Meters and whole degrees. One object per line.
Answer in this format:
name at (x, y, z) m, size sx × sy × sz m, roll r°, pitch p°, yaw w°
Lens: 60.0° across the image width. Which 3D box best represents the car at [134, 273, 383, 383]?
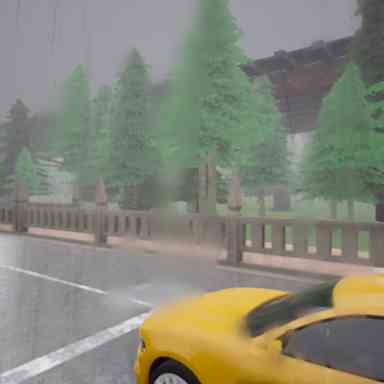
car at (1.697, 1.478, 2.760) m, size 5.008 × 1.535 × 1.882 m, roll 0°, pitch 0°, yaw 36°
